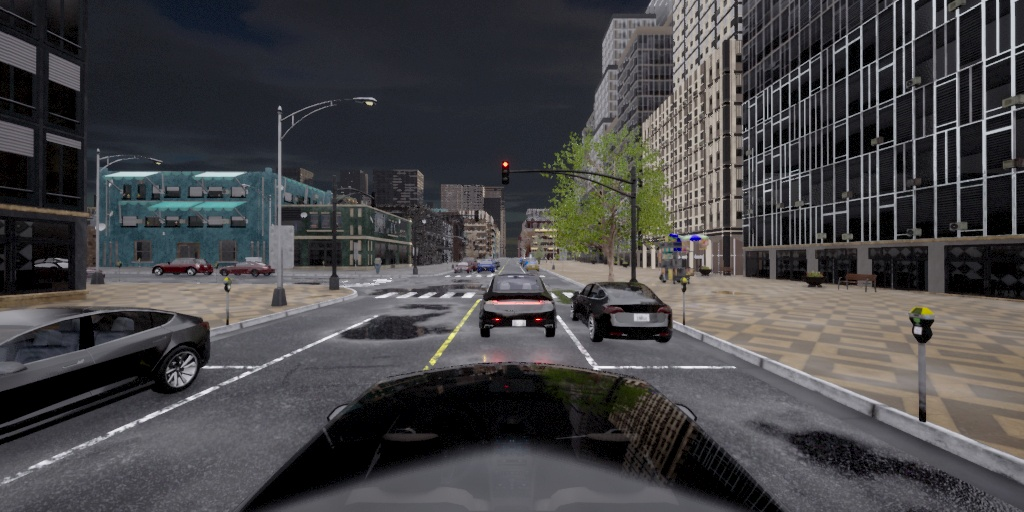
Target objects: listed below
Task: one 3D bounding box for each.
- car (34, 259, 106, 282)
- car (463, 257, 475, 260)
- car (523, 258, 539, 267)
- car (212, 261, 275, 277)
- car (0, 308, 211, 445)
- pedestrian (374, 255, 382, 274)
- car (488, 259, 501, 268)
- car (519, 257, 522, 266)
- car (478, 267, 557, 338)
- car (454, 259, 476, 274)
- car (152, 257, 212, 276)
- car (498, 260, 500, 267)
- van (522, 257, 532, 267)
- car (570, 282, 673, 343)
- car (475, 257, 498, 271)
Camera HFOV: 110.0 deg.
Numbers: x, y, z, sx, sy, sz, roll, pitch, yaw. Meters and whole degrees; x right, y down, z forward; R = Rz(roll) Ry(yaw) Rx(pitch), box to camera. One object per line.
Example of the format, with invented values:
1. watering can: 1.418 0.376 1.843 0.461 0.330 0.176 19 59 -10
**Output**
1. car: -28.242 0.981 22.481 4.207 1.307 1.802 0 0 -1
2. car: -5.670 1.069 47.566 2.192 1.841 5.009 0 0 0
3. car: 2.710 1.280 47.735 1.751 1.417 4.829 0 0 0
4. car: -22.809 1.091 30.936 4.207 1.307 1.802 0 0 -1
5. car: -5.689 1.316 4.000 1.948 1.339 4.313 0 0 0
6. pedestrian: -12.736 0.790 34.023 0.375 1.860 0.375 0 -1 -1
7. car: -3.034 1.305 63.986 2.033 1.411 5.357 0 0 1
8. car: 2.717 1.308 64.218 2.007 1.370 4.403 0 0 0
9. car: 0.114 1.242 10.207 2.128 1.511 4.902 0 0 -1
10. car: -5.673 1.336 42.015 1.802 1.307 4.207 0 0 0
11. car: -28.357 0.880 30.860 4.097 1.591 1.967 0 0 -1
12. car: -3.057 1.320 53.538 1.994 1.385 4.181 0 0 1
13. van: 2.713 1.096 53.116 1.690 1.789 3.998 0 0 0
14. car: 2.694 1.316 9.536 1.948 1.339 4.313 0 0 0
15. car: -3.083 1.232 43.687 1.882 1.535 5.008 0 0 0
